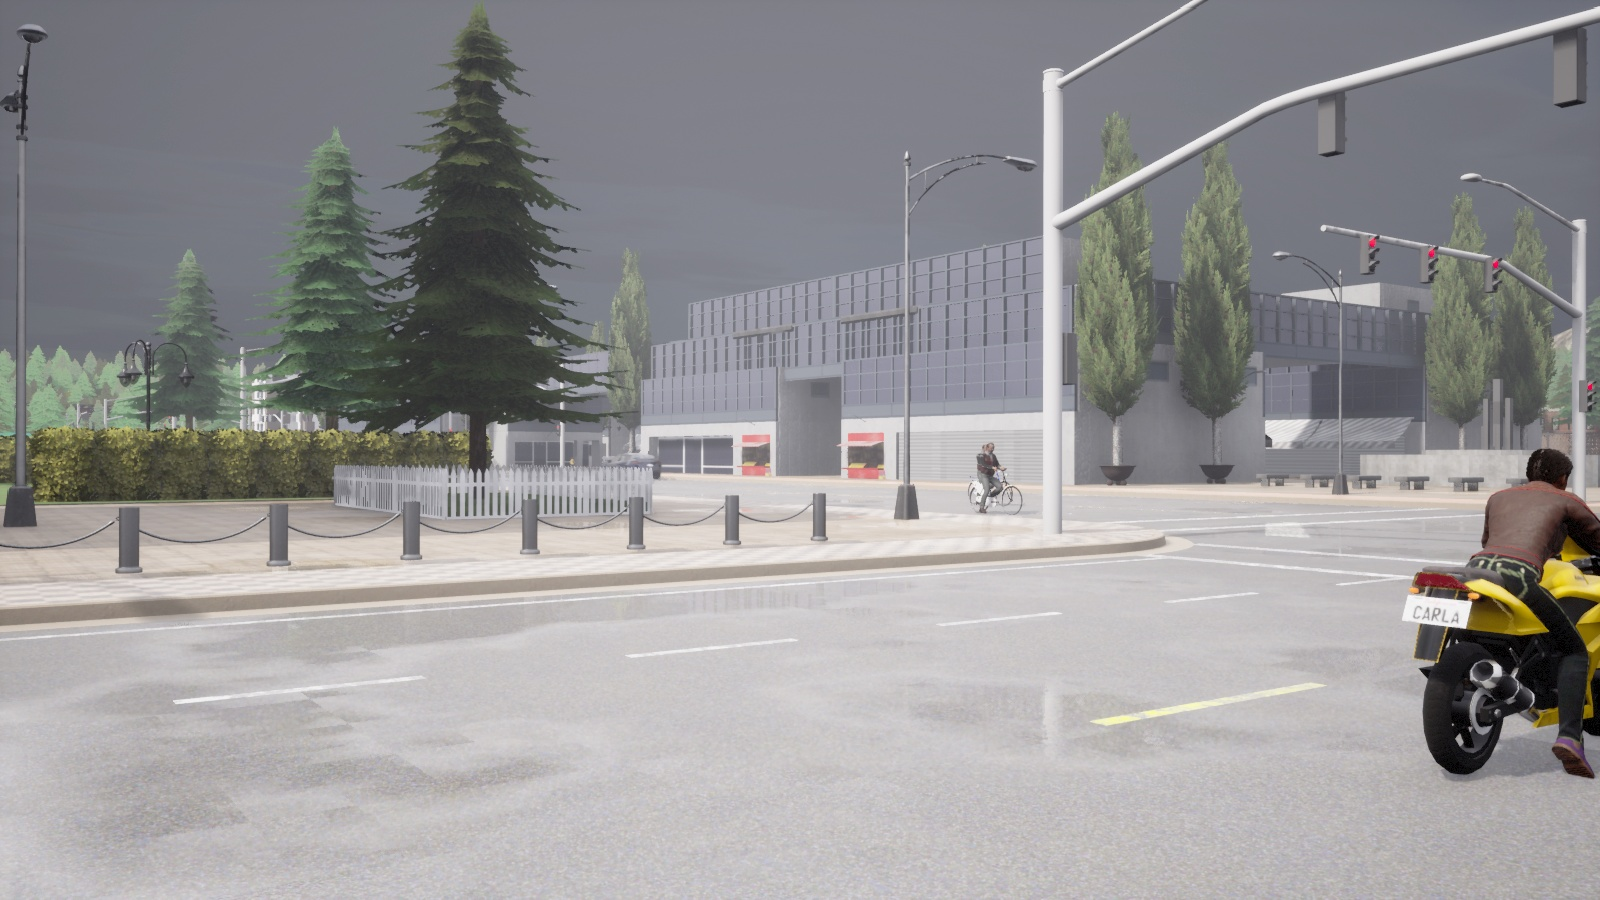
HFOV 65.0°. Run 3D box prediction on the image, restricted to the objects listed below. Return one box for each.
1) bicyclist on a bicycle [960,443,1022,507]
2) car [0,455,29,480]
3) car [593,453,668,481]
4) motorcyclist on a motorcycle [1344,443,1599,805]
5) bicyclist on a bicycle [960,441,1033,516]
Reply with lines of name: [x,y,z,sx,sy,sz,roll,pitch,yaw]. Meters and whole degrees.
bicyclist on a bicycle: [5.441,0.692,35.879,0.659,1.776,1.843,0,0,-35]
car: [-48.189,1.042,74.338,4.193,1.474,1.816,0,0,-35]
car: [-9.429,0.934,69.424,2.163,1.488,4.792,0,0,-35]
motorcyclist on a motorcycle: [3.643,0.734,6.198,2.044,1.523,0.797,0,0,-35]
bicyclist on a bicycle: [4.793,0.680,30.691,0.659,1.776,1.843,0,0,-35]
